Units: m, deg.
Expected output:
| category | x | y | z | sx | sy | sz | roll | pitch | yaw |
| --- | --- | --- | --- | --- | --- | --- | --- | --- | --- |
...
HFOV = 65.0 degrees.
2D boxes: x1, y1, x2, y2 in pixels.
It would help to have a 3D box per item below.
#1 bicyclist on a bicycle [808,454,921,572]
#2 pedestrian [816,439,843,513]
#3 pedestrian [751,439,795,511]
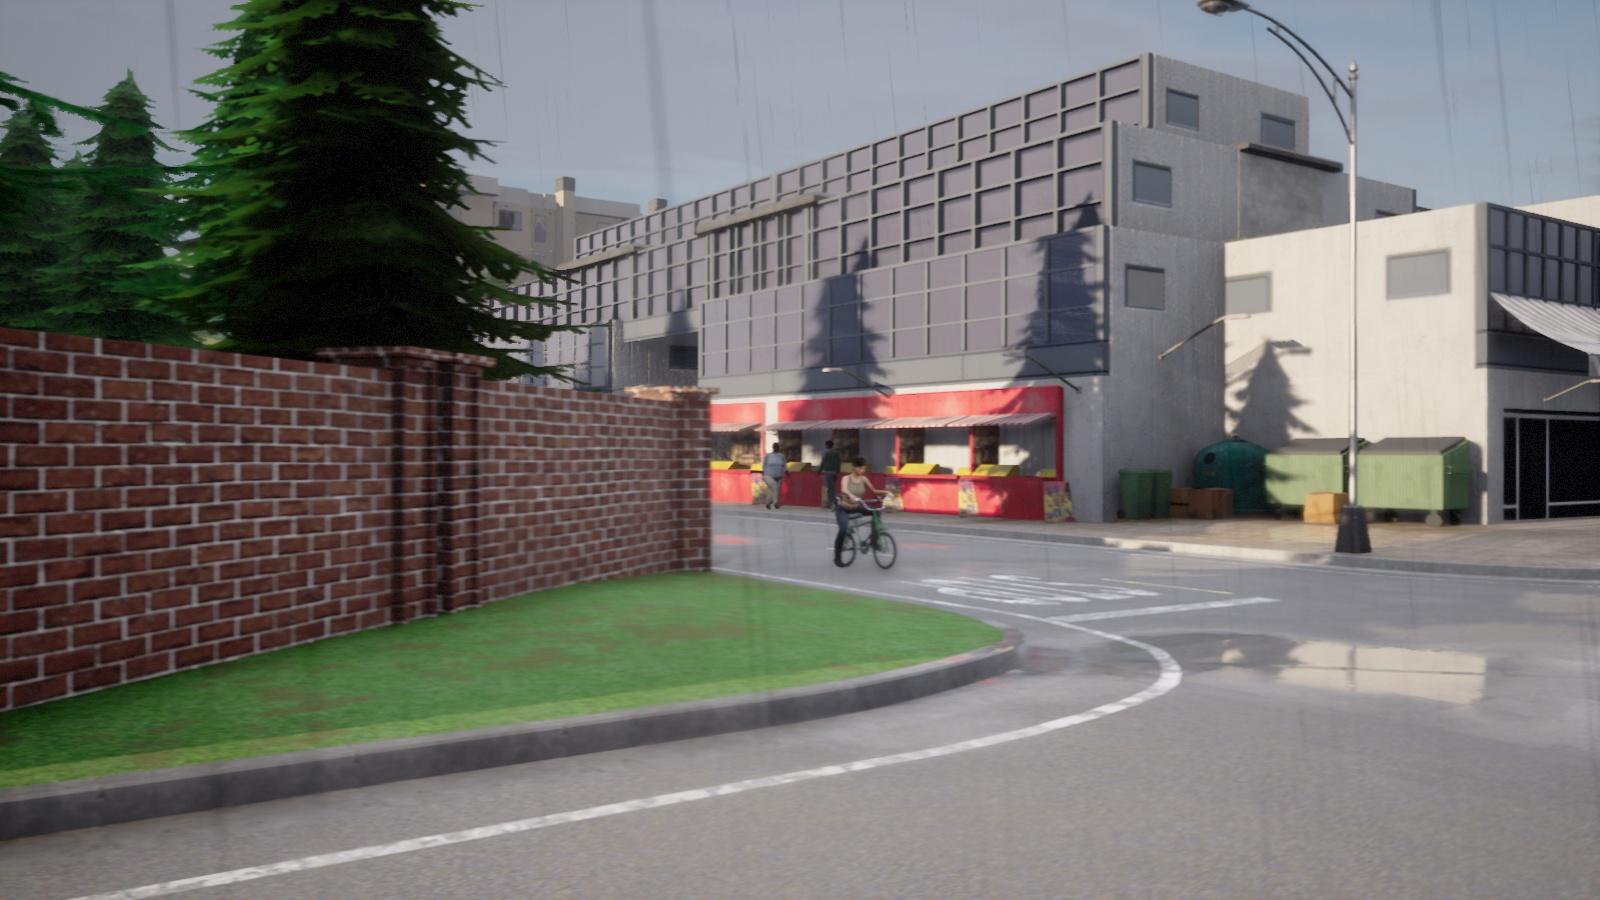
| category | x | y | z | sx | sy | sz | roll | pitch | yaw |
| --- | --- | --- | --- | --- | --- | --- | --- | --- | --- |
| bicyclist on a bicycle | 0.909 | 0.893 | 18.052 | 0.866 | 1.612 | 1.509 | 0 | -2 | -33 |
| pedestrian | 0.748 | 0.649 | 31.891 | 0.353 | 1.847 | 0.614 | 0 | 0 | -38 |
| pedestrian | -0.718 | 0.655 | 33.043 | 0.874 | 1.855 | 0.900 | 0 | 0 | -24 |
